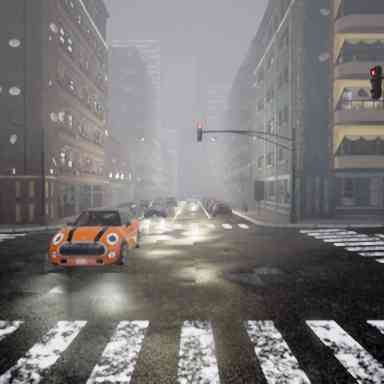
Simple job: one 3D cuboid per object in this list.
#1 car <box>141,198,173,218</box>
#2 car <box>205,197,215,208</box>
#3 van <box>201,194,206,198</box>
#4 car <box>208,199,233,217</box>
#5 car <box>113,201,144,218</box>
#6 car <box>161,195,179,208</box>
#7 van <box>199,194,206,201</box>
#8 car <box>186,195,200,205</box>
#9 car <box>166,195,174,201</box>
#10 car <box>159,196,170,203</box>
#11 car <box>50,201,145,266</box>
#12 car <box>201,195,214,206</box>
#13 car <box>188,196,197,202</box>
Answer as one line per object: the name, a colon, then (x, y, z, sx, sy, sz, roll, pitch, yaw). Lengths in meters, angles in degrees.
car: (-3.079, 1.531, 29.823, 2.033, 1.411, 5.357, 0, 0, 0)
car: (2.711, 1.549, 35.822, 1.947, 1.339, 4.313, 0, 0, 0)
van: (2.721, 1.323, 52.393, 1.690, 1.788, 3.998, 0, 0, 0)
car: (2.707, 1.567, 30.299, 1.802, 1.307, 4.206, 0, 0, 0)
car: (-5.674, 1.551, 30.317, 1.947, 1.339, 4.313, 0, 0, 0)
car: (-3.053, 1.487, 49.200, 1.837, 1.490, 4.892, 0, 0, 0)
van: (2.745, 1.329, 85.534, 1.690, 1.788, 3.998, -1, 0, 0)
car: (0.044, 1.508, 59.757, 1.812, 1.442, 4.674, 0, 0, 0)
car: (-5.635, 1.513, 85.382, 1.752, 1.417, 4.829, 0, 0, 0)
car: (-5.646, 1.566, 68.982, 1.802, 1.307, 4.206, 0, 0, 0)
car: (-3.091, 1.344, 11.521, 2.097, 1.767, 4.553, 0, 0, 0)
car: (2.719, 1.527, 46.869, 1.887, 1.381, 4.507, 0, 0, 0)
car: (0.052, 1.411, 69.792, 1.895, 1.301, 4.718, 0, 0, 0)
